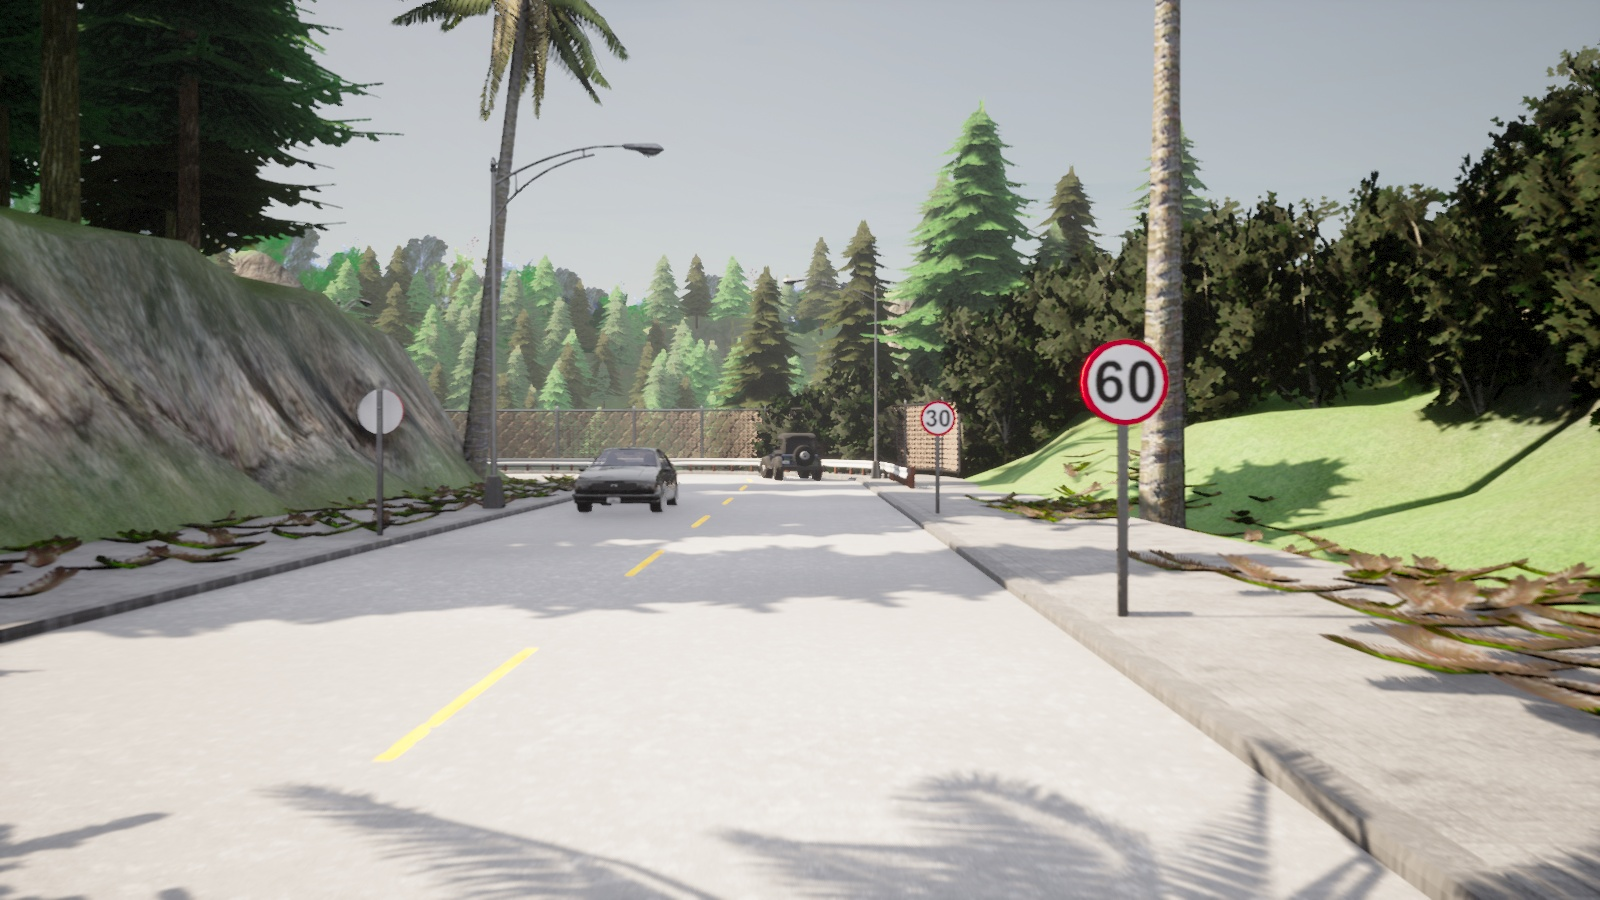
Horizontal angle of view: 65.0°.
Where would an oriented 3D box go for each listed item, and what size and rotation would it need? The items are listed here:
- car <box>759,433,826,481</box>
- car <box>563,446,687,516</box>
[{"bbox_3d":[-0.354,0.257,50.886,1.905,1.878,3.866,0,0,-13],"label":"car"},{"bbox_3d":[-3.829,0.631,28.393,2.033,1.411,5.357,0,0,0],"label":"car"}]
